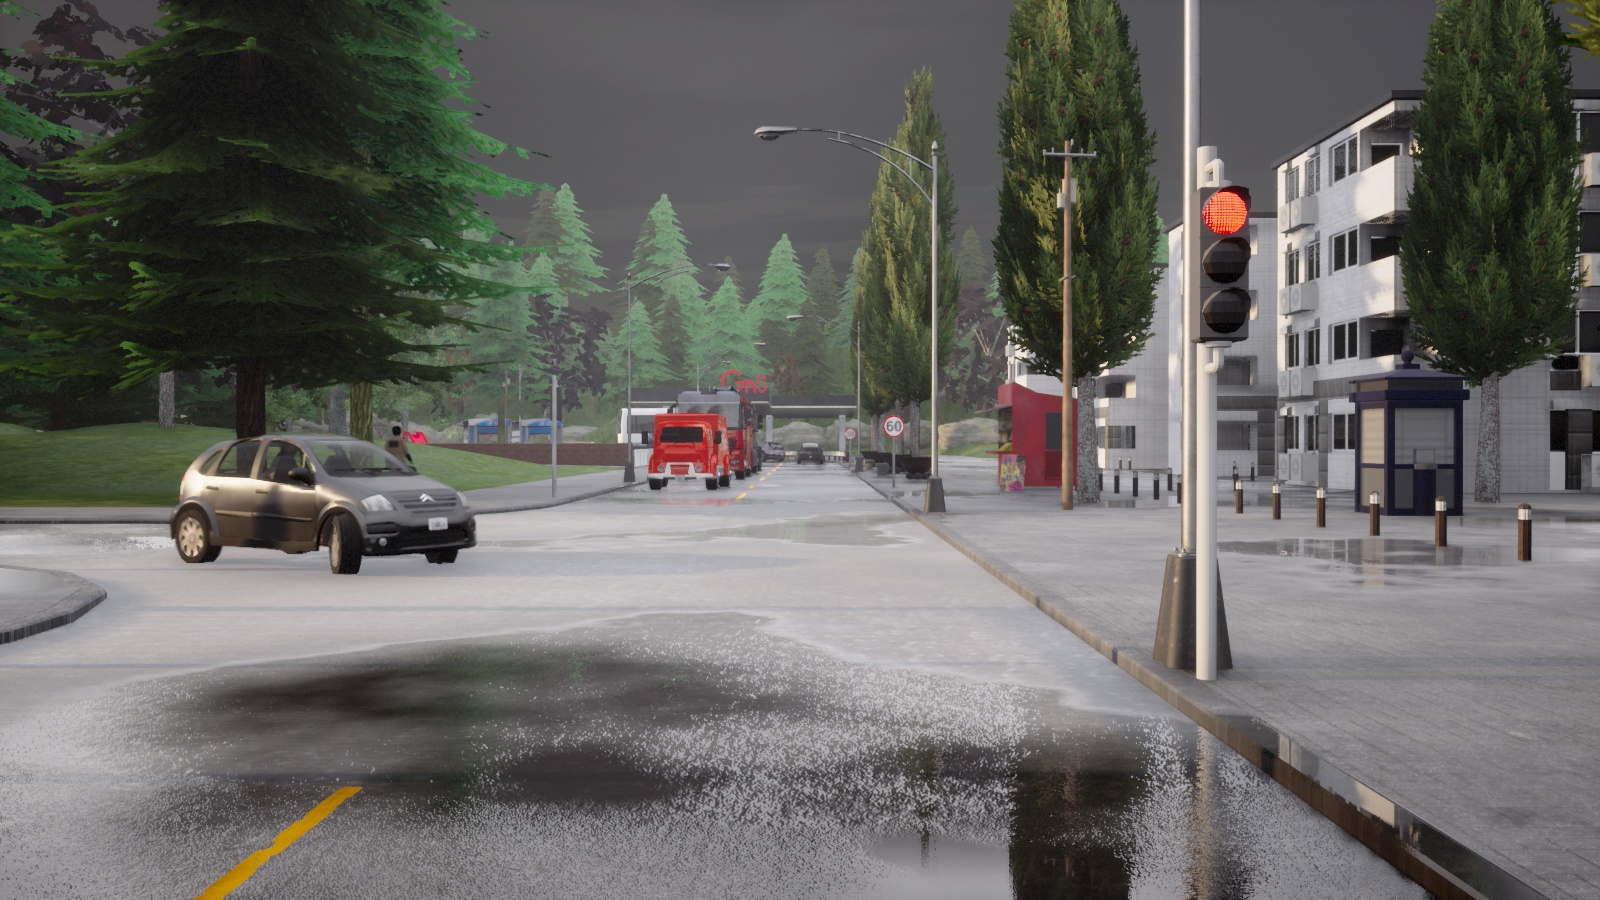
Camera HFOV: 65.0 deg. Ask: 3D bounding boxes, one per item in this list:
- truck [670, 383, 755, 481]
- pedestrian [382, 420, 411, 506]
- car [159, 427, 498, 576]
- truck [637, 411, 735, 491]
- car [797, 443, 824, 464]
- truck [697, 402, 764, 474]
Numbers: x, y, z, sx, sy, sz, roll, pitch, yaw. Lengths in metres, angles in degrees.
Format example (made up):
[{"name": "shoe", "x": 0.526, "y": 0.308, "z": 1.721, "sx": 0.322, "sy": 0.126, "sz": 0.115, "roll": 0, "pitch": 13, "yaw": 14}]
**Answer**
[{"name": "truck", "x": -3.575, "y": -0.721, "z": 53.228, "sx": 2.891, "sy": 3.827, "sz": 8.468, "roll": 0, "pitch": 0, "yaw": 1}, {"name": "pedestrian", "x": -9.205, "y": 0.287, "z": 28.633, "sx": 0.396, "sy": 1.930, "sz": 0.692, "roll": 0, "pitch": 0, "yaw": 5}, {"name": "car", "x": -5.855, "y": 0.552, "z": 15.512, "sx": 3.988, "sy": 1.617, "sz": 1.851, "roll": 0, "pitch": 0, "yaw": 31}, {"name": "truck", "x": -3.652, "y": 0.024, "z": 41.332, "sx": 2.627, "sy": 2.467, "sz": 5.204, "roll": 0, "pitch": 0, "yaw": 1}, {"name": "car", "x": 0.711, "y": 0.239, "z": 90.800, "sx": 1.837, "sy": 1.490, "sz": 4.892, "roll": 0, "pitch": 0, "yaw": -1}, {"name": "truck", "x": -3.469, "y": -0.603, "z": 64.590, "sx": 2.891, "sy": 3.462, "sz": 7.936, "roll": 0, "pitch": 0, "yaw": 1}]
